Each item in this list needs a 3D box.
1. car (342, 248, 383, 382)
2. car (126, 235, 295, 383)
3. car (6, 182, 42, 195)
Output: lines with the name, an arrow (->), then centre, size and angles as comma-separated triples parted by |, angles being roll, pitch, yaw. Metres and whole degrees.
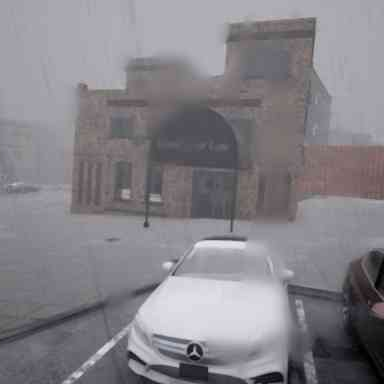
car -> 3.032, 1.502, 3.748 | 2.163, 1.488, 4.792 | 1, -1, 15
car -> 0.621, 1.505, 5.470 | 2.002, 1.452, 4.674 | 1, -1, 15
car -> -21.635, -0.516, 42.972 | 1.812, 1.442, 4.674 | 5, 4, 18
